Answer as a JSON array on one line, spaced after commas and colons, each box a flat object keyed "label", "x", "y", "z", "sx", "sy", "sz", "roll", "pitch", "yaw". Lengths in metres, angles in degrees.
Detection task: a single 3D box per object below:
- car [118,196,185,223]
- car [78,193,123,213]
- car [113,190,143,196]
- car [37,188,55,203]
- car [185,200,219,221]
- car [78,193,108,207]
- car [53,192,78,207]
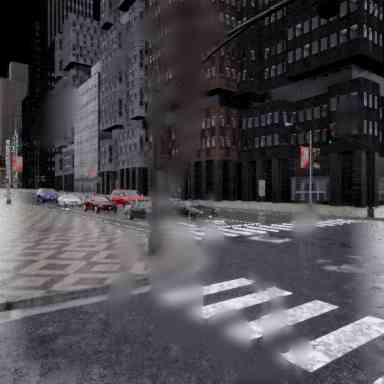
[{"label": "car", "x": -2.998, "y": 1.284, "z": 23.236, "sx": 2.033, "sy": 1.411, "sz": 5.357, "roll": 0, "pitch": 1, "yaw": -35}, {"label": "car", "x": -8.599, "y": 1.080, "z": 30.918, "sx": 1.882, "sy": 1.535, "sz": 5.008, "roll": 0, "pitch": 1, "yaw": -36}, {"label": "car", "x": -6.351, "y": 0.811, "z": 33.354, "sx": 2.150, "sy": 2.045, "sz": 5.566, "roll": 0, "pitch": 1, "yaw": -36}, {"label": "car", "x": -20.705, "y": 0.519, "z": 47.679, "sx": 2.150, "sy": 2.045, "sz": 5.566, "roll": 0, "pitch": 1, "yaw": -36}, {"label": "car", "x": -0.393, "y": 1.280, "z": 25.095, "sx": 2.033, "sy": 1.411, "sz": 5.357, "roll": 0, "pitch": 1, "yaw": -39}, {"label": "car", "x": -12.470, "y": 0.929, "z": 41.792, "sx": 2.128, "sy": 1.511, "sz": 4.902, "roll": 0, "pitch": 1, "yaw": -36}, {"label": "car", "x": -14.398, "y": 0.986, "z": 38.892, "sx": 1.812, "sy": 1.442, "sz": 4.674, "roll": 0, "pitch": 1, "yaw": -35}]
